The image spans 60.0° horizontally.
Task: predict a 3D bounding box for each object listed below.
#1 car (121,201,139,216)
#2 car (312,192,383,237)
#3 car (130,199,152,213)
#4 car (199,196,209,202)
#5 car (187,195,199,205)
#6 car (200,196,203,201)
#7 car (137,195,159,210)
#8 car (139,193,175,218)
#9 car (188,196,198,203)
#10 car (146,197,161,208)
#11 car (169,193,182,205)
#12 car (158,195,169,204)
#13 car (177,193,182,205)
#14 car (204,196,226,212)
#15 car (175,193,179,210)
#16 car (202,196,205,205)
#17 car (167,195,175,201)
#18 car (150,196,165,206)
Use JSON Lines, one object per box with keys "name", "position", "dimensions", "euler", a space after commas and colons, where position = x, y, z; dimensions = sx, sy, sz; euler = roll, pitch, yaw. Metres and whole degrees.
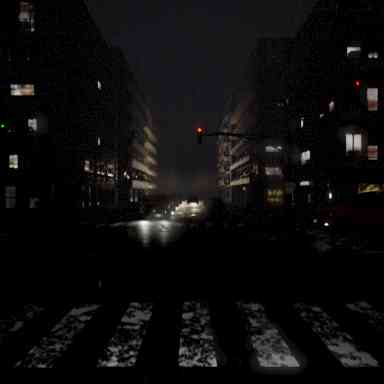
{"name": "car", "position": [-5.651, 1.560, 32.154], "dimensions": [1.947, 1.339, 4.313], "euler": [0, 0, 0]}
{"name": "car", "position": [8.834, 1.021, 16.184], "dimensions": [5.566, 2.045, 2.150], "euler": [-1, 0, 4]}
{"name": "car", "position": [-5.645, 1.520, 37.667], "dimensions": [1.752, 1.417, 4.829], "euler": [0, 0, 0]}
{"name": "car", "position": [2.784, 1.556, 77.605], "dimensions": [2.008, 1.369, 4.403], "euler": [0, 0, 0]}
{"name": "car", "position": [0.177, 1.350, 60.526], "dimensions": [2.097, 1.767, 4.553], "euler": [0, 0, 0]}
{"name": "car", "position": [2.757, 1.579, 54.876], "dimensions": [1.802, 1.307, 4.206], "euler": [0, 0, 0]}
{"name": "car", "position": [-5.638, 1.310, 43.519], "dimensions": [2.192, 1.841, 5.009], "euler": [0, 0, 0]}
{"name": "car", "position": [-3.081, 1.216, 30.126], "dimensions": [2.150, 2.045, 5.566], "euler": [0, 0, 1]}
{"name": "car", "position": [0.135, 1.546, 70.619], "dimensions": [2.033, 1.411, 5.357], "euler": [0, 0, 0]}
{"name": "car", "position": [-5.631, 1.521, 49.031], "dimensions": [1.752, 1.417, 4.829], "euler": [0, 0, 0]}
{"name": "car", "position": [-2.968, 1.220, 60.496], "dimensions": [2.150, 2.045, 5.566], "euler": [0, 0, 1]}
{"name": "car", "position": [-5.610, 1.440, 66.249], "dimensions": [1.967, 1.590, 4.097], "euler": [0, 0, 0]}
{"name": "car", "position": [-3.028, 1.348, 49.936], "dimensions": [2.097, 1.767, 4.553], "euler": [0, 0, 0]}
{"name": "car", "position": [2.736, 1.434, 37.828], "dimensions": [1.967, 1.590, 4.097], "euler": [0, 0, 0]}
{"name": "car", "position": [-3.048, 1.347, 40.038], "dimensions": [2.097, 1.767, 4.553], "euler": [0, 0, 0]}
{"name": "car", "position": [2.743, 1.435, 43.511], "dimensions": [1.967, 1.590, 4.097], "euler": [0, 0, 0]}
{"name": "car", "position": [-5.583, 1.562, 88.978], "dimensions": [2.008, 1.369, 4.403], "euler": [0, 0, 0]}
{"name": "car", "position": [-5.624, 1.437, 54.884], "dimensions": [1.967, 1.590, 4.097], "euler": [0, 0, 0]}
